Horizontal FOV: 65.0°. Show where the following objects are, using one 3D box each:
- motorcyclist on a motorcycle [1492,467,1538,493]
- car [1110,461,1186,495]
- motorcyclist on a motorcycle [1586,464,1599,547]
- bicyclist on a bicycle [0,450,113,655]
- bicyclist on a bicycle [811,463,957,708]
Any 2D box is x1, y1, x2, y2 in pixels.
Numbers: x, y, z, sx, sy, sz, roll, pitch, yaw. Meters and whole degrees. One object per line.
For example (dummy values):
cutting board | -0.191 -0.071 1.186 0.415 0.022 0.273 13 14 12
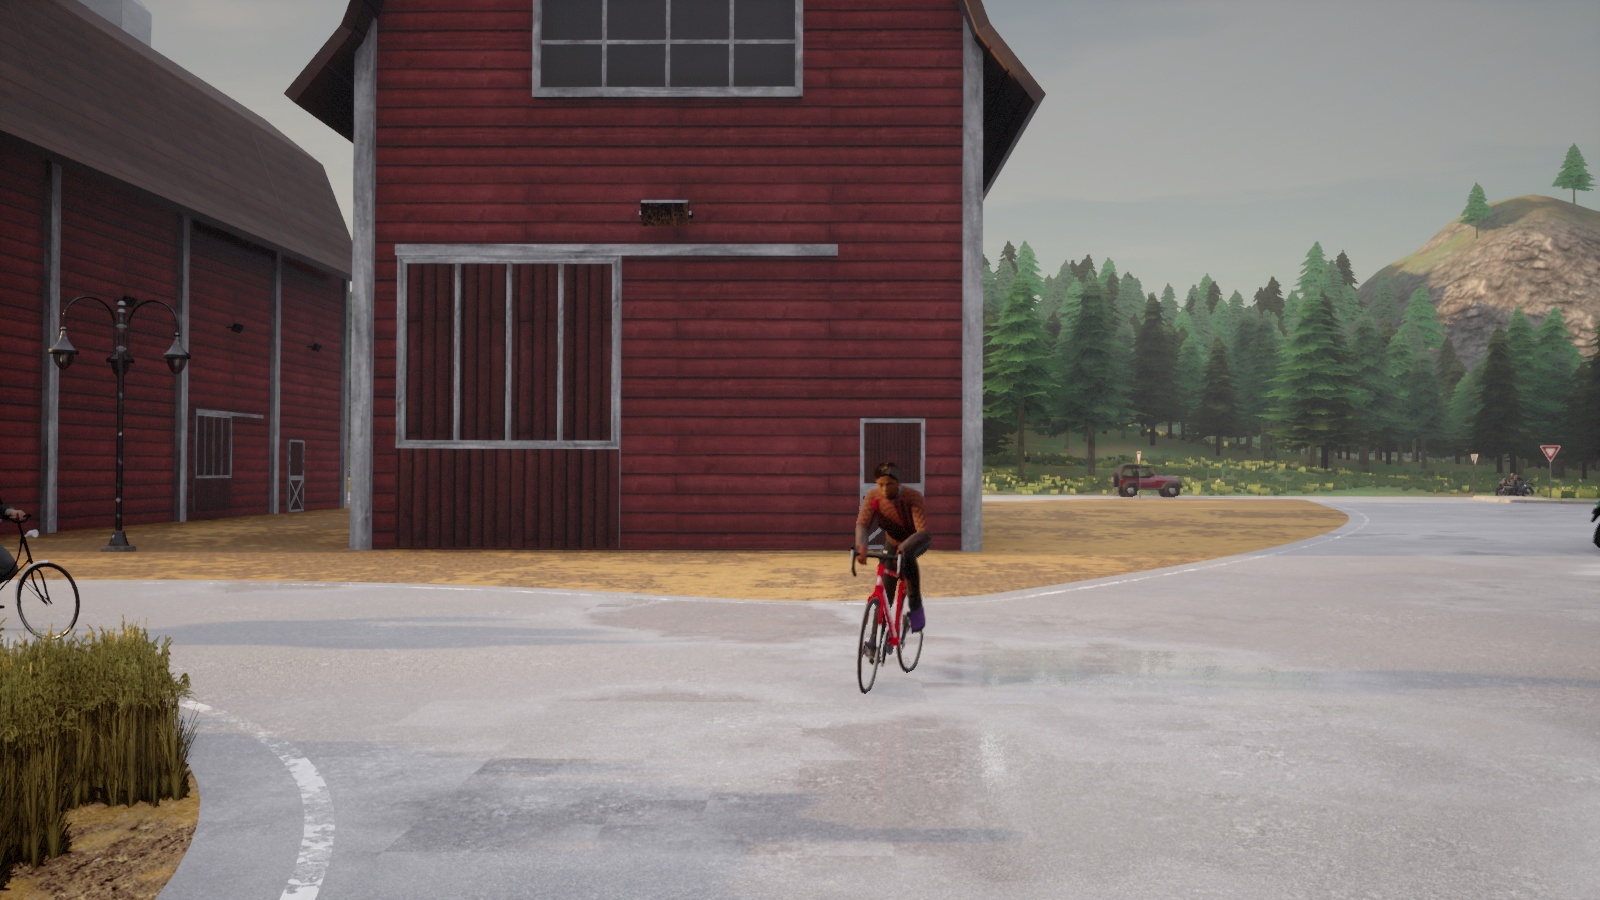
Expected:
motorcyclist on a motorcycle | 42.290 1.786 74.324 2.191 1.530 0.866 0 -1 2
car | 19.748 1.588 71.424 3.866 1.878 1.905 0 -1 4
motorcyclist on a motorcycle | 15.537 1.032 22.738 0.797 1.523 2.044 3 -3 -34
bicyclist on a bicycle | -7.296 0.905 11.403 1.843 1.776 0.659 -1 -1 10
bicyclist on a bicycle | 0.658 0.909 9.223 0.582 1.620 1.656 1 0 21
